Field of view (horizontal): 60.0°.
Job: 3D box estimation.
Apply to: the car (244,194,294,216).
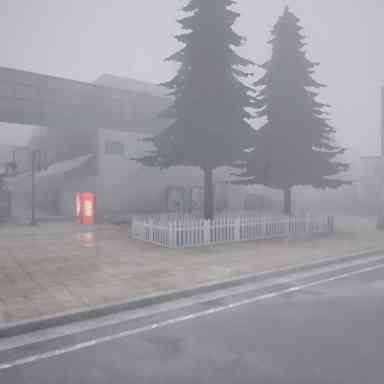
[{"bbox_3d":[7.575,1.204,33.544,2.150,2.045,5.566,0,0,-34],"label":"car"}]
